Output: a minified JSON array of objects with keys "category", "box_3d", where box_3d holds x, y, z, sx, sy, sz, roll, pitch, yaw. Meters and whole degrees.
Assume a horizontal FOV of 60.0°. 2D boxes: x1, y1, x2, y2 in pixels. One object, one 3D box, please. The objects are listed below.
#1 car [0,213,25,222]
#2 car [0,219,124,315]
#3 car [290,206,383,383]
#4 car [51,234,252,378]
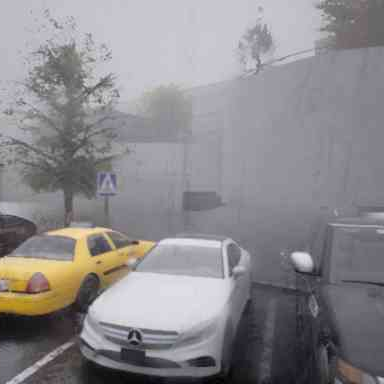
[{"category":"car","box_3d":[-7.346,1.455,11.011,2.163,1.488,4.792,1,0,15]},{"category":"car","box_3d":[-2.410,1.462,7.730,1.946,1.575,5.366,0,-1,16]},{"category":"car","box_3d":[2.437,1.239,4.032,2.435,2.045,5.566,1,0,16]},{"category":"car","box_3d":[-0.006,1.517,5.809,2.002,1.452,4.674,1,0,15]}]
